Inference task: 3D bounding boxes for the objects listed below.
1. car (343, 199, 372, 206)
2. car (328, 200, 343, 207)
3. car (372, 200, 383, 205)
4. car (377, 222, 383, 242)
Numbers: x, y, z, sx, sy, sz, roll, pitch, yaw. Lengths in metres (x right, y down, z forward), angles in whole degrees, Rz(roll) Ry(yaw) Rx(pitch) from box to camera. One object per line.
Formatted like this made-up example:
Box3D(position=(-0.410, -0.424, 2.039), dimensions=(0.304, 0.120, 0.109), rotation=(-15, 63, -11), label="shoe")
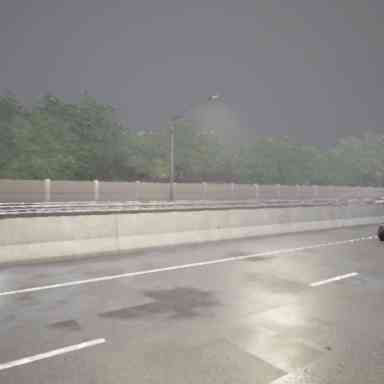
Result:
Box3D(position=(20.852, 1.605, 40.373), dimensions=(5.008, 1.535, 1.882), rotation=(0, 0, -35), label="car")
Box3D(position=(19.812, 1.695, 43.923), dimensions=(4.181, 1.385, 1.994), rotation=(0, 0, -35), label="car")
Box3D(position=(22.600, 1.652, 37.322), dimensions=(4.674, 1.442, 1.812), rotation=(0, 0, -35), label="car")
Box3D(position=(10.529, 1.622, 15.567), dimensions=(4.181, 1.385, 1.994), rotation=(0, 0, -36), label="car")
